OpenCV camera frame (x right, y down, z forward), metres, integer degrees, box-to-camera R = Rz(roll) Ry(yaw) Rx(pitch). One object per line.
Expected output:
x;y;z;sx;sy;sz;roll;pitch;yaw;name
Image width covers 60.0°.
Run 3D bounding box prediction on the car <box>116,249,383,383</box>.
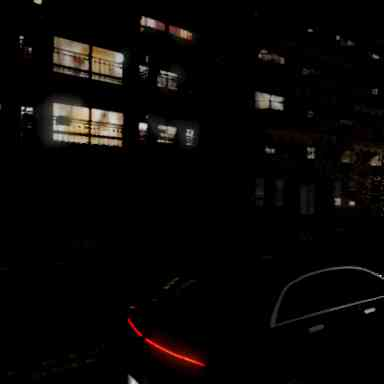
1.463;1.541;4.424;4.892;1.490;1.837;1;0;-35;car
